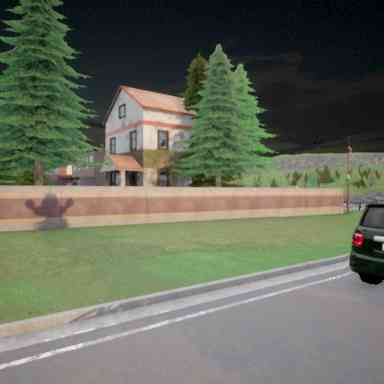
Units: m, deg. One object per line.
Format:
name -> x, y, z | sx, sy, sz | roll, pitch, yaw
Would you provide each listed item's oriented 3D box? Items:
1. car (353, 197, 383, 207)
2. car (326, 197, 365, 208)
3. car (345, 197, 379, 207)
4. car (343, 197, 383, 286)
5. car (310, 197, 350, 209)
car -> 28.585, 1.519, 52.429 | 2.033, 1.411, 5.357 | 0, 0, -36
car -> 22.498, 1.481, 48.888 | 1.837, 1.490, 4.892 | 0, 0, -36
car -> 25.688, 1.537, 50.455 | 1.994, 1.385, 4.181 | 0, 0, -36
car -> 6.116, 1.214, 8.139 | 5.566, 2.045, 2.150 | 0, 0, -35
car -> 19.450, 1.469, 47.124 | 2.128, 1.511, 4.902 | 0, 0, -36
